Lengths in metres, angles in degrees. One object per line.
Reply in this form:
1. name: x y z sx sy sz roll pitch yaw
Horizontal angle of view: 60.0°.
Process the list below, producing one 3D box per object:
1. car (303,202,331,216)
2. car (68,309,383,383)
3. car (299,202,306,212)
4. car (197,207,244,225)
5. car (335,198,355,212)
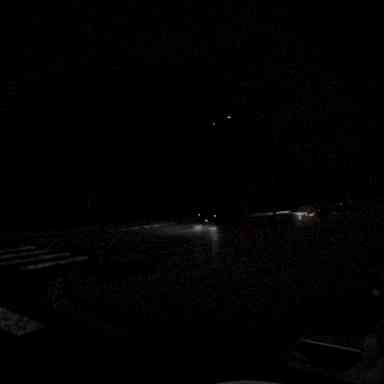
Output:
1. car: 15.376 2.172 40.186 1.895 1.301 4.718 1 0 36
2. car: 0.902 1.553 2.147 4.403 1.369 2.008 0 1 36
3. car: 16.592 2.126 46.804 1.837 1.490 4.892 1 -1 36
4. car: 2.380 1.886 27.069 1.895 1.301 4.718 1 0 36
5. car: 24.042 2.027 52.306 2.150 2.045 5.566 1 0 36
